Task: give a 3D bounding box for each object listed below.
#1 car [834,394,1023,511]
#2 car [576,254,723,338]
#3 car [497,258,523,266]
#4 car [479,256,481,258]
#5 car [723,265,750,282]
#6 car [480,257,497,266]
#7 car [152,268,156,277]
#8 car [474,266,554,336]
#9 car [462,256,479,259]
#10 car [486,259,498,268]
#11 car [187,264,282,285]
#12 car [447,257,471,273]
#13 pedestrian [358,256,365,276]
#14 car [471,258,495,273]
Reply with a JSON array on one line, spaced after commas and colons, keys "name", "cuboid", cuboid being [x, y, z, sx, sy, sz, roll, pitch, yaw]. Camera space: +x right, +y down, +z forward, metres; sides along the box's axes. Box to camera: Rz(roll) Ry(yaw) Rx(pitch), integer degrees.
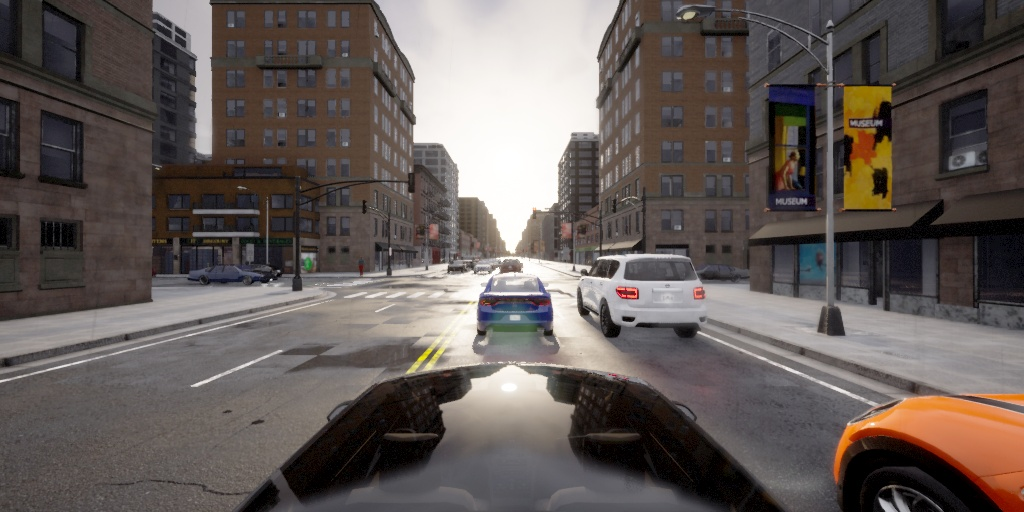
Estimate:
[{"name": "car", "cuboid": [3.344, 1.102, 0.641, 2.097, 1.767, 4.553, 0, 0, 0]}, {"name": "car", "cuboid": [3.336, 0.972, 10.351, 2.150, 2.045, 5.566, 0, 0, 0]}, {"name": "car", "cuboid": [0.014, 1.102, 37.774, 2.097, 1.767, 4.553, 0, 0, 6]}, {"name": "car", "cuboid": [-6.539, 0.961, 63.573, 2.150, 2.045, 5.566, 0, 0, 0]}, {"name": "car", "cuboid": [15.852, 1.337, 28.385, 5.357, 1.411, 2.033, 0, 0, 0]}, {"name": "car", "cuboid": [-3.326, 1.273, 50.448, 1.812, 1.442, 4.674, 0, 0, 0]}, {"name": "car", "cuboid": [-33.135, 1.345, 30.843, 4.207, 1.307, 1.802, 0, 0, 0]}, {"name": "car", "cuboid": [0.085, 1.228, 10.491, 1.882, 1.535, 5.008, 0, 0, 0]}, {"name": "car", "cuboid": [-6.575, 0.968, 53.156, 2.150, 2.045, 5.566, 0, 0, 0]}, {"name": "car", "cuboid": [-3.306, 1.270, 60.453, 1.812, 1.442, 4.674, 0, 0, 1]}, {"name": "car", "cuboid": [-19.638, 1.291, 25.283, 5.357, 1.411, 2.033, 0, 0, 0]}, {"name": "car", "cuboid": [-6.577, 1.227, 43.408, 1.882, 1.535, 5.008, 0, 0, 0]}, {"name": "pedestrian", "cuboid": [-14.129, 0.920, 33.615, 0.375, 1.860, 0.375, 0, 0, 0]}, {"name": "car", "cuboid": [-3.334, 1.275, 41.356, 1.812, 1.442, 4.674, 0, 0, 0]}]
